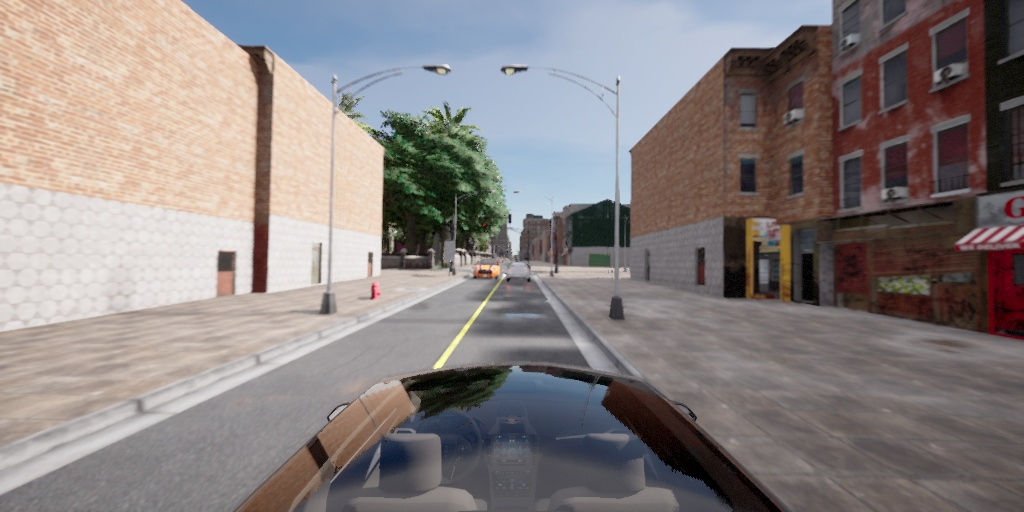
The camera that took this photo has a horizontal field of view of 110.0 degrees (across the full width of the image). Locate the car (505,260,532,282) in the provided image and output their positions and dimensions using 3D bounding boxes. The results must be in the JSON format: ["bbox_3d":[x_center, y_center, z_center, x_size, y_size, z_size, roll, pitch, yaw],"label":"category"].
[{"bbox_3d":[0.526,1.263,28.814,1.812,1.442,4.674,1,0,2],"label":"car"}]

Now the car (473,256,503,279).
[{"bbox_3d":[-2.187,1.049,31.773,2.097,1.767,4.553,1,0,1],"label":"car"}]
